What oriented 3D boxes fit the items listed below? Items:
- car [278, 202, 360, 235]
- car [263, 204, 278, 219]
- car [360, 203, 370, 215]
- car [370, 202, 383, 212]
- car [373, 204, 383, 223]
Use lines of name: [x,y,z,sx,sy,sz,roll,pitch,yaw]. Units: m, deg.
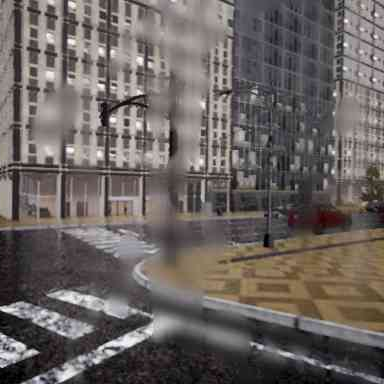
car: [8.402,1.685,21.847,5.009,1.841,2.192,0,1,-34]
car: [8.631,1.794,31.555,4.403,1.369,2.008,0,1,-34]
car: [17.851,1.835,37.857,4.829,1.417,1.752,0,1,-34]
car: [22.671,1.911,41.153,4.313,1.339,1.947,0,1,-34]
car: [17.757,1.982,28.249,4.507,1.381,1.887,0,1,-34]
